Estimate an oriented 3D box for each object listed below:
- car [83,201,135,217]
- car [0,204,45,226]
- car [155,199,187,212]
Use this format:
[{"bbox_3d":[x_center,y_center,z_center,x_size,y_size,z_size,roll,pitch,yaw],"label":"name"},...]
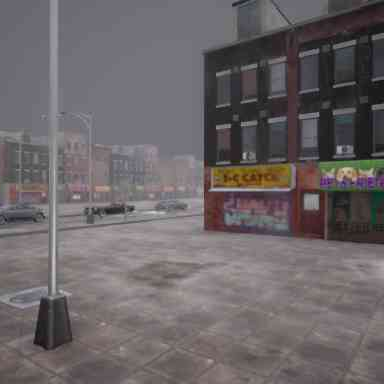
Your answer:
[{"bbox_3d":[-7.556,1.519,30.516,1.895,1.301,4.718,0,0,36],"label":"car"},{"bbox_3d":[-12.598,1.515,23.380,1.994,1.385,4.181,0,0,36],"label":"car"},{"bbox_3d":[-2.363,1.450,37.863,1.994,1.385,4.181,0,0,35],"label":"car"}]
